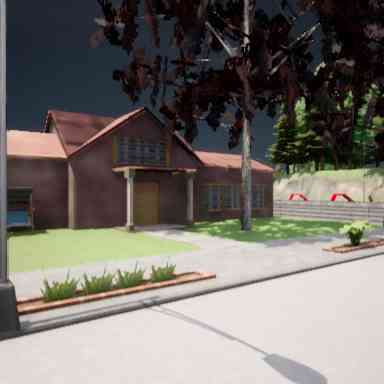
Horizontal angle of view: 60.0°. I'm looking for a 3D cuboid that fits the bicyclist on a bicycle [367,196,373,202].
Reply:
[{"bbox_3d":[25.243,1.324,47.111,1.656,1.620,0.582,0,0,-35],"label":"bicyclist on a bicycle"}]
